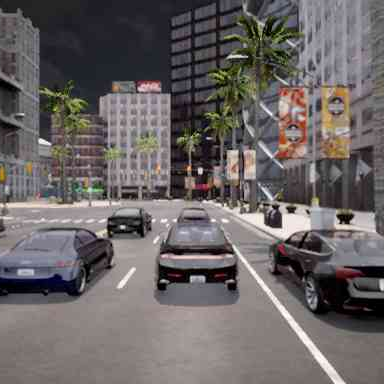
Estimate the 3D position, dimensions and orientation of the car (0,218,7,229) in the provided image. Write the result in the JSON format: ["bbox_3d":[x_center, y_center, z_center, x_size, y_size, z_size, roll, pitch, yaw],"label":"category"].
[{"bbox_3d":[-10.556,1.634,14.923,2.033,1.411,5.357,0,0,0],"label":"car"}]

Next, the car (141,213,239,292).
[{"bbox_3d":[0.105,1.543,9.066,2.128,1.511,4.902,0,0,0],"label":"car"}]

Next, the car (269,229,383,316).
[{"bbox_3d":[3.195,1.558,7.708,2.161,1.482,4.786,0,0,-1],"label":"car"}]

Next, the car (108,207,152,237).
[{"bbox_3d":[-3.392,1.585,18.758,1.882,1.535,5.008,0,0,0],"label":"car"}]

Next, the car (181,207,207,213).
[{"bbox_3d":[0.109,1.611,18.485,1.837,1.490,4.892,0,0,0],"label":"car"}]

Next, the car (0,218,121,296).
[{"bbox_3d":[-3.394,1.615,8.789,1.994,1.385,4.181,0,0,0],"label":"car"}]
